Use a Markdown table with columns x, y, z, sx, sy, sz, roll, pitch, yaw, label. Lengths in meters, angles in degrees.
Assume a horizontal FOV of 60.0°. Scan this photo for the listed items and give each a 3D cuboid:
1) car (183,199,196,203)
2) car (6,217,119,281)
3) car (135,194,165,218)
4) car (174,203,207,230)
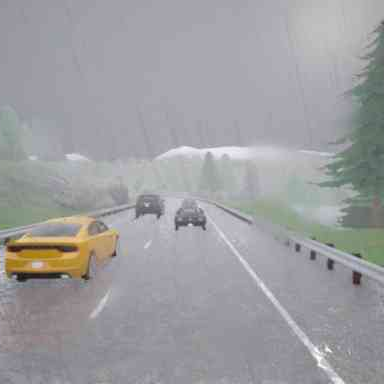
| x | y | z | sx | sy | sz | roll | pitch | yaw | label |
| --- | --- | --- | --- | --- | --- | --- | --- | --- | --- |
| -0.316 | 1.549 | 39.407 | 2.033 | 1.411 | 5.357 | 0 | 0 | -1 | car |
| -3.495 | 1.480 | 9.948 | 1.882 | 1.535 | 5.008 | 0 | 0 | -1 | car |
| -3.696 | 1.225 | 29.941 | 2.150 | 2.045 | 5.566 | 0 | 0 | 0 | car |
| -0.114 | 1.601 | 21.304 | 1.895 | 1.301 | 4.718 | 0 | 0 | -1 | car |
